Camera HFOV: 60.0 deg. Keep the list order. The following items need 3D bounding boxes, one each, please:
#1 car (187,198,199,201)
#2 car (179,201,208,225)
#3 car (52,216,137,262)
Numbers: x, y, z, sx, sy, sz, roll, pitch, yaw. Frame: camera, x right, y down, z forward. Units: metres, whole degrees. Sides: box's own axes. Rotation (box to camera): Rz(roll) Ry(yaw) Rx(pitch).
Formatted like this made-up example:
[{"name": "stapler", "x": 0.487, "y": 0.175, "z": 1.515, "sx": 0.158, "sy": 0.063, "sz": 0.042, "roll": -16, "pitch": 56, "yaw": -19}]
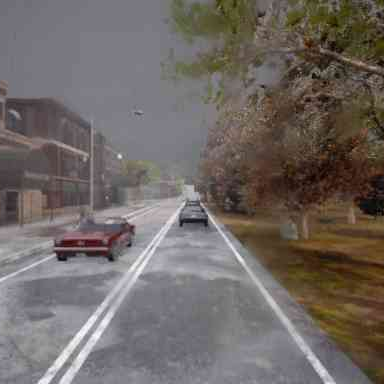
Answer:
[{"name": "car", "x": 0.104, "y": 1.478, "z": 41.641, "sx": 2.128, "sy": 1.511, "sz": 4.902, "roll": 0, "pitch": 0, "yaw": 0}, {"name": "car", "x": 0.103, "y": 1.560, "z": 23.788, "sx": 1.994, "sy": 1.385, "sz": 4.181, "roll": 0, "pitch": 0, "yaw": 0}, {"name": "car", "x": -3.340, "y": 1.601, "z": 12.235, "sx": 1.895, "sy": 1.301, "sz": 4.718, "roll": 0, "pitch": 0, "yaw": 0}]
